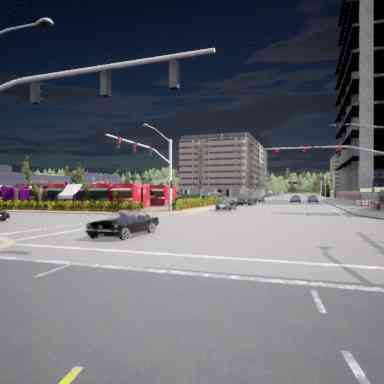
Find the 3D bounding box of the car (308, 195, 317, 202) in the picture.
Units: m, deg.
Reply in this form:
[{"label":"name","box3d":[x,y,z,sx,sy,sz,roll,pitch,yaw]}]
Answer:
[{"label":"car","box3d":[28.031,1.524,77.677,1.812,1.442,4.674,0,0,19]}]

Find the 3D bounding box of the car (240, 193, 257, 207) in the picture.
[{"label":"car","box3d":[8.515,1.222,52.838,2.150,2.045,5.566,0,0,19]}]

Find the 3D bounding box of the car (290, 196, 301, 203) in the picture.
[{"label":"car","box3d":[21.531,1.555,69.256,1.994,1.385,4.181,0,0,19]}]

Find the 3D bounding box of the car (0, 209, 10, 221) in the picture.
[{"label":"car","box3d":[-16.472,1.619,26.100,4.181,1.385,1.994,0,0,19]}]

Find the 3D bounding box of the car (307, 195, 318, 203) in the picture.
[{"label":"car","box3d":[24.740,1.541,67.821,2.033,1.411,5.357,0,0,19]}]

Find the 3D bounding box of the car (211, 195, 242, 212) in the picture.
[{"label":"car","box3d":[4.123,1.491,39.778,2.128,1.511,4.902,0,0,19]}]

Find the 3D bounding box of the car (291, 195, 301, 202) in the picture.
[{"label":"car","box3d":[24.609,1.540,78.480,2.033,1.411,5.357,0,0,19]}]

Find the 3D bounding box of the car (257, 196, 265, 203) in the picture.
[{"label":"car","box3d":[13.760,1.559,68.163,1.994,1.385,4.181,0,0,19]}]

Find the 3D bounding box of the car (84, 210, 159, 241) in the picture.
[{"label":"car","box3d":[-3.443,1.641,17.204,1.895,1.301,4.718,0,0,18]}]
